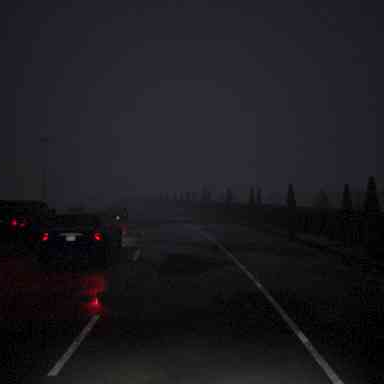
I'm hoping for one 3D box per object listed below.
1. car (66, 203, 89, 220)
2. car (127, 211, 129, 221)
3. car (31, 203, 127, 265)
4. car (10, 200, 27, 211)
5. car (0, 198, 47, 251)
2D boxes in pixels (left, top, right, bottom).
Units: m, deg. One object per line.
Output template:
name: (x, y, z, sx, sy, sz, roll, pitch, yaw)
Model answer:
car: (-11.078, 1.831, 32.364, 1.812, 1.442, 4.674, 0, -1, -16)
car: (-6.744, 1.883, 29.892, 1.895, 1.301, 4.718, 0, -1, -14)
car: (-3.884, 1.470, 12.354, 2.097, 1.767, 4.553, 0, 0, -4)
car: (-26.688, 1.973, 51.042, 2.128, 1.511, 4.902, 0, -1, -29)
car: (-7.601, 1.363, 14.950, 2.150, 2.045, 5.566, 0, -1, -6)
